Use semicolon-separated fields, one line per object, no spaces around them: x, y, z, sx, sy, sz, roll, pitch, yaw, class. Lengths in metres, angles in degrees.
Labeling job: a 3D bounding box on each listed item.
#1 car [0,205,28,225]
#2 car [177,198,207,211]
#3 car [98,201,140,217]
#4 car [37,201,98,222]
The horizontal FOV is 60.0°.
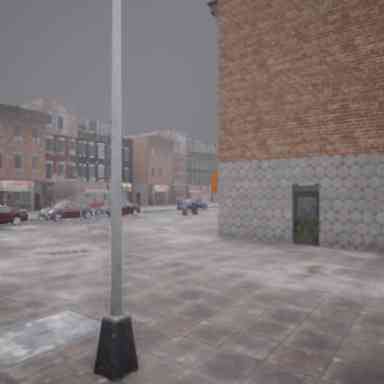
-13.103;1.543;21.662;1.887;1.381;4.507;0;0;36;car
0.039;1.502;40.224;1.812;1.442;4.674;0;0;36;car
-6.745;1.532;30.550;1.887;1.381;4.507;0;0;36;car
-9.925;1.433;26.106;1.967;1.590;4.097;0;0;36;car
